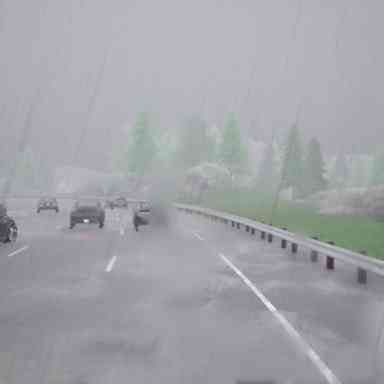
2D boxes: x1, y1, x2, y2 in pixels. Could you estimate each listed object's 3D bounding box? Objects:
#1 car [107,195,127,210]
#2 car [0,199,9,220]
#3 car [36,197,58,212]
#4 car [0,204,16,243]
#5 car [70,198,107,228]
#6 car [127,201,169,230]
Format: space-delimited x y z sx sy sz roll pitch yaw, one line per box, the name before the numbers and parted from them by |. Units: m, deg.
car | -8.374 1.092 36.458 2.128 1.511 4.902 0 1 -24
car | -14.481 1.268 23.503 1.812 1.442 4.674 0 1 -17
car | -14.185 1.190 32.619 2.033 1.411 5.357 0 1 -24
car | -8.187 1.218 12.089 2.097 1.767 4.553 0 1 -8
car | -6.352 1.281 20.427 1.837 1.490 4.892 0 1 -14
car | -2.514 1.279 19.396 2.128 1.511 4.902 0 1 -12
